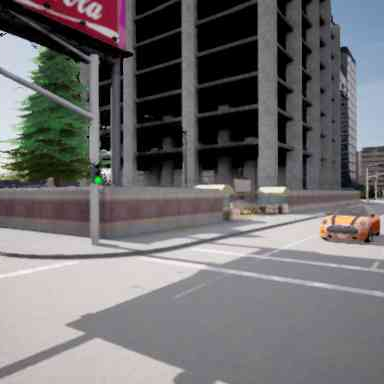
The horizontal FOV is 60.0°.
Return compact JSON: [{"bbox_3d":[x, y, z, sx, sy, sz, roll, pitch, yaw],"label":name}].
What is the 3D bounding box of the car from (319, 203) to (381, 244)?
[{"bbox_3d":[7.778,1.366,16.224,2.097,1.767,4.553,0,0,36],"label":"car"}]
